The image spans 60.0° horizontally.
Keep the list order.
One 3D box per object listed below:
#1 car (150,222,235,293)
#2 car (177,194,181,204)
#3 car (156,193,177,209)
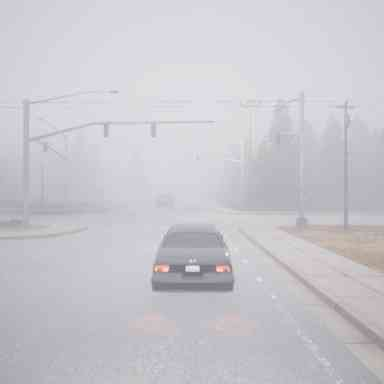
[{"bbox_3d":[0.034,1.537,8.999,2.033,1.411,5.357,0,0,1],"label":"car"},{"bbox_3d":[-3.626,1.304,61.035,2.097,1.767,4.553,0,0,1],"label":"car"},{"bbox_3d":[-3.677,1.176,45.641,2.150,2.045,5.566,0,1,0],"label":"car"}]
